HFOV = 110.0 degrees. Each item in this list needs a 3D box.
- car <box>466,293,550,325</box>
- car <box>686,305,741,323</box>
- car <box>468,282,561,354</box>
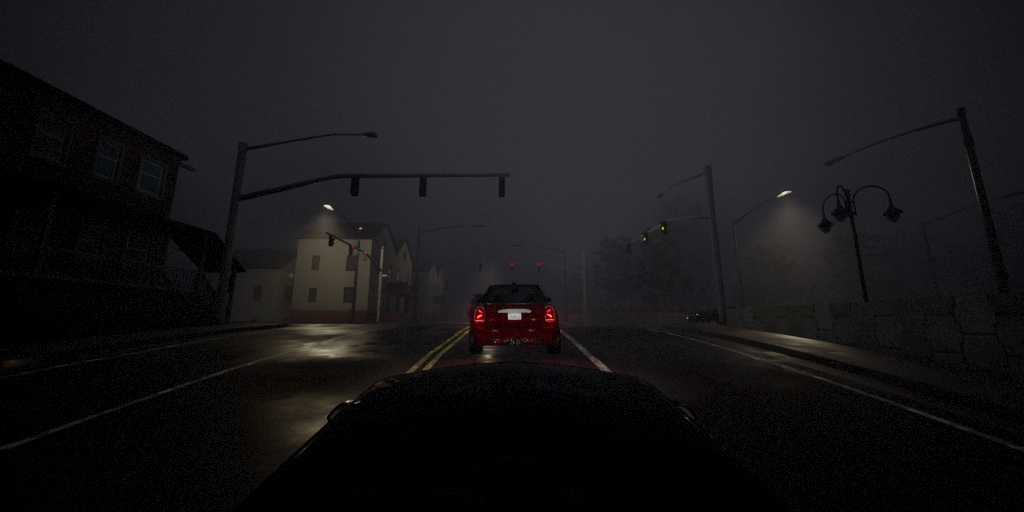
[{"bbox_3d":[-0.243,3.694,24.944,5.566,2.045,2.150,0,-10,1],"label":"car"},{"bbox_3d":[16.303,4.628,28.303,4.902,1.511,2.128,0,-10,1],"label":"car"},{"bbox_3d":[0.059,1.566,10.071,2.097,1.767,4.553,-1,-6,0],"label":"car"}]
